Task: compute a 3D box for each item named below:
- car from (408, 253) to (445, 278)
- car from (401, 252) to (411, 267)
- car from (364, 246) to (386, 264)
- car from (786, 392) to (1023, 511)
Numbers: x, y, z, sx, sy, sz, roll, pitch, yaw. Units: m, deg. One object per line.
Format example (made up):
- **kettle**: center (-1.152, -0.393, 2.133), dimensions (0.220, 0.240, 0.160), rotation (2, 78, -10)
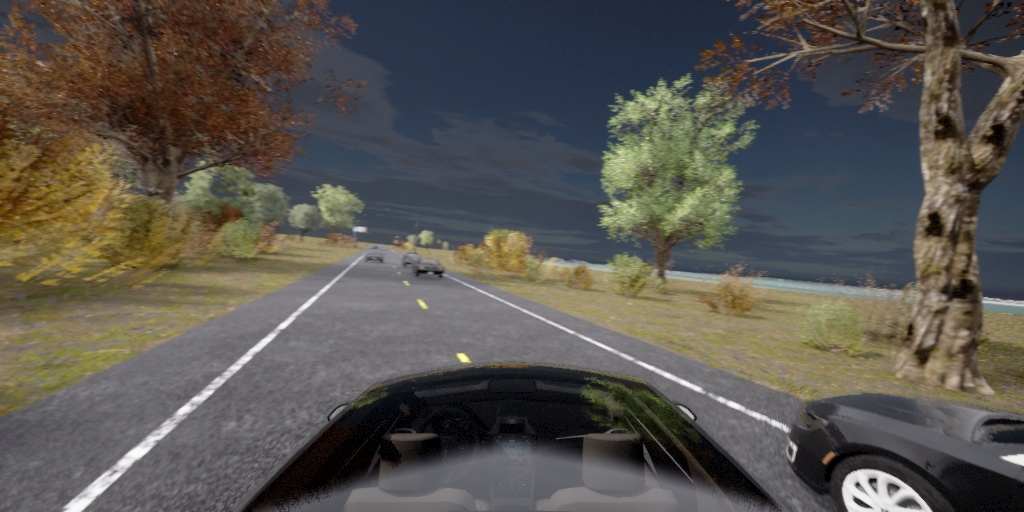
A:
- **car**: center (-6.102, 0.777, 25.710), dimensions (1.895, 1.301, 4.718), rotation (4, 0, -20)
- **car**: center (-10.200, 0.358, 36.481), dimensions (2.033, 1.411, 5.357), rotation (4, 0, -20)
- **car**: center (-14.549, -0.027, 38.084), dimensions (1.837, 1.490, 4.892), rotation (4, 0, -21)
- **car**: center (4.085, 1.568, 1.523), dimensions (1.837, 1.490, 4.892), rotation (4, 0, -21)
